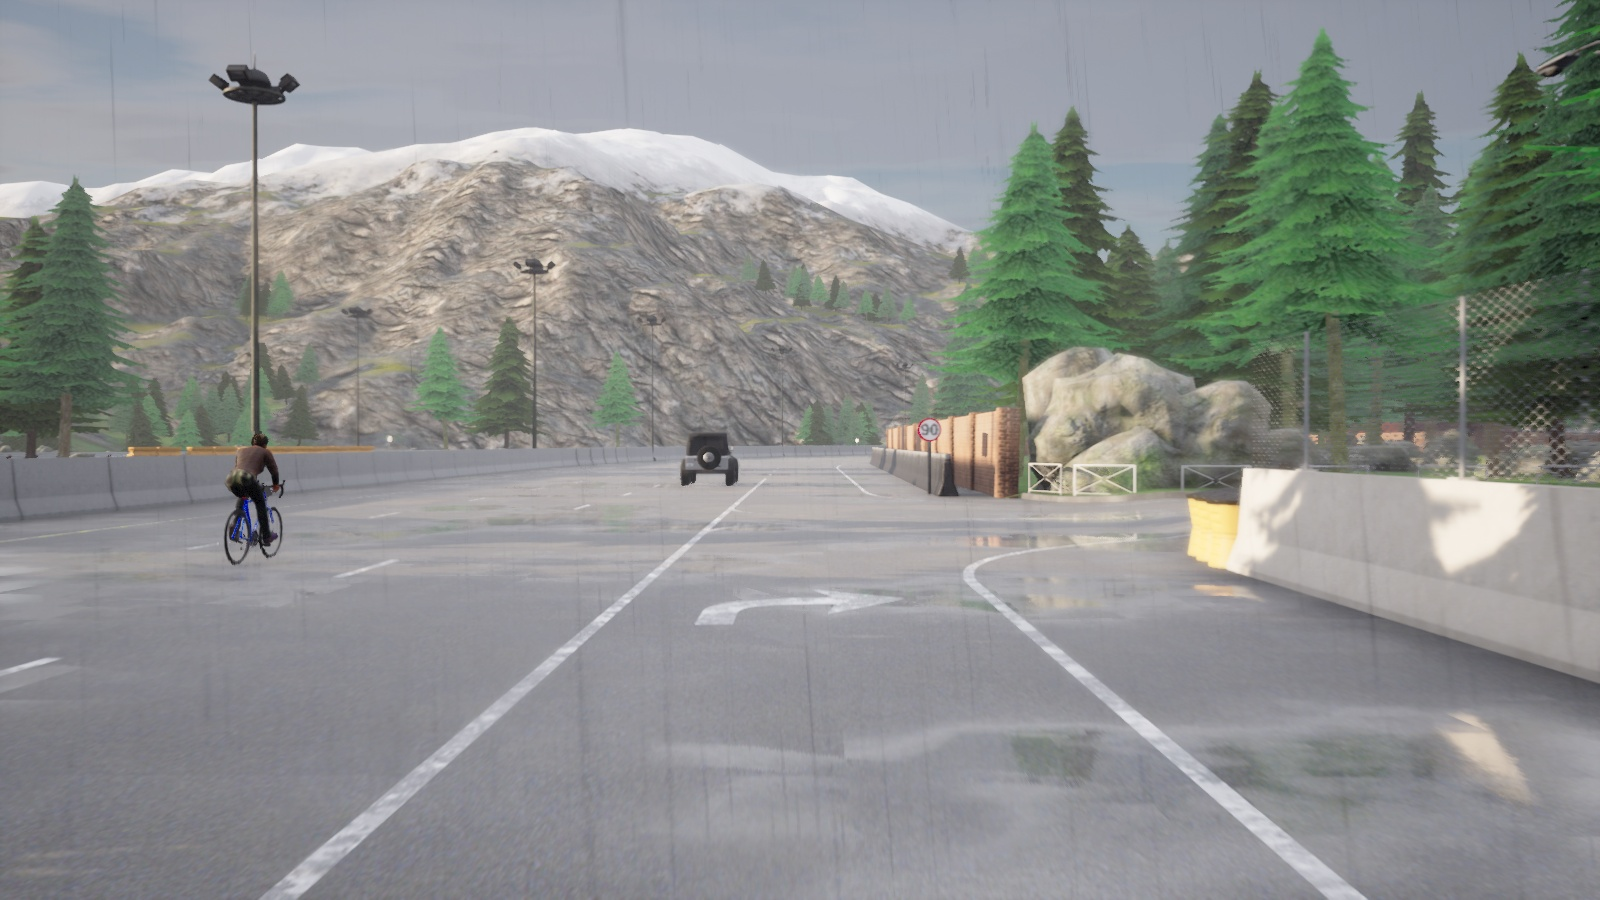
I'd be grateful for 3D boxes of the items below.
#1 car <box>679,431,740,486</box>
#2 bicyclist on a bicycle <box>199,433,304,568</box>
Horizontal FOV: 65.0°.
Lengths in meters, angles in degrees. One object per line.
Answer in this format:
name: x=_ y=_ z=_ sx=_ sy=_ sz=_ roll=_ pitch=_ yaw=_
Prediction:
car: x=-3.227 y=0.284 z=45.313 sx=1.905 sy=1.878 sz=3.866 roll=0 pitch=0 yaw=0
bicyclist on a bicycle: x=-6.894 y=0.604 z=15.863 sx=0.582 sy=1.620 sz=1.656 roll=0 pitch=0 yaw=0
